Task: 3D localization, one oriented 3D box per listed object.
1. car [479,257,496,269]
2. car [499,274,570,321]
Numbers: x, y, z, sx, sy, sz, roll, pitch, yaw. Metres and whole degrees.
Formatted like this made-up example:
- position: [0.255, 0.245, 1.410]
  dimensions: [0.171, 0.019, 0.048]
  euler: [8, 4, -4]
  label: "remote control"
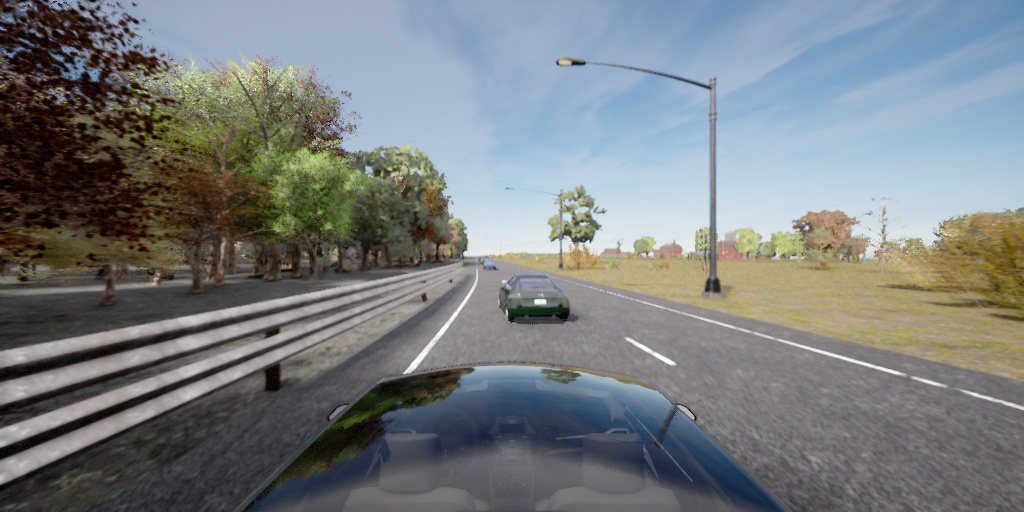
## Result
- position: [-3.358, 1.215, 52.780]
  dimensions: [2.033, 1.411, 5.357]
  euler: [0, 0, -6]
  label: "car"
- position: [0.632, 1.305, 12.427]
  dimensions: [1.994, 1.385, 4.181]
  euler: [0, 0, -6]
  label: "car"
